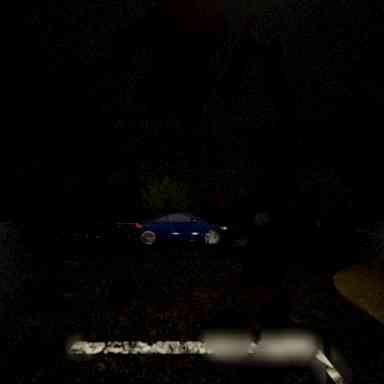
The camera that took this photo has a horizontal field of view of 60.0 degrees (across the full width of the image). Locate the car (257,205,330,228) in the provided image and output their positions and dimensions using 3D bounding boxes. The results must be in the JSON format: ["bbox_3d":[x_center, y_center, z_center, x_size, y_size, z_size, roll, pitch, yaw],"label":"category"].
[{"bbox_3d":[6.669,1.560,21.958,4.674,1.442,1.812,0,0,-2],"label":"car"}]

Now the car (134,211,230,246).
[{"bbox_3d":[-0.434,1.563,14.776,4.181,1.385,1.994,0,0,-1],"label":"car"}]
